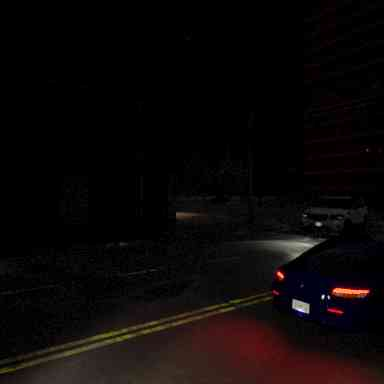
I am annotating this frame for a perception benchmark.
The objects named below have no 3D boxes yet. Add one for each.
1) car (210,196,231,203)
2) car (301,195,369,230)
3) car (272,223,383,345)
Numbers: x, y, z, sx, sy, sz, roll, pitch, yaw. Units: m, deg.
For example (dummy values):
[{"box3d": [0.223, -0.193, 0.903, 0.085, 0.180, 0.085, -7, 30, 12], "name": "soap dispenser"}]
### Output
[{"box3d": [5.658, 1.513, 65.769, 4.181, 1.385, 1.994, 0, 0, -35], "name": "car"}, {"box3d": [8.075, 1.221, 18.403, 2.150, 2.045, 5.566, 2, 1, 42], "name": "car"}, {"box3d": [3.489, 1.526, 6.257, 4.674, 1.442, 1.812, 0, 0, -35], "name": "car"}]
